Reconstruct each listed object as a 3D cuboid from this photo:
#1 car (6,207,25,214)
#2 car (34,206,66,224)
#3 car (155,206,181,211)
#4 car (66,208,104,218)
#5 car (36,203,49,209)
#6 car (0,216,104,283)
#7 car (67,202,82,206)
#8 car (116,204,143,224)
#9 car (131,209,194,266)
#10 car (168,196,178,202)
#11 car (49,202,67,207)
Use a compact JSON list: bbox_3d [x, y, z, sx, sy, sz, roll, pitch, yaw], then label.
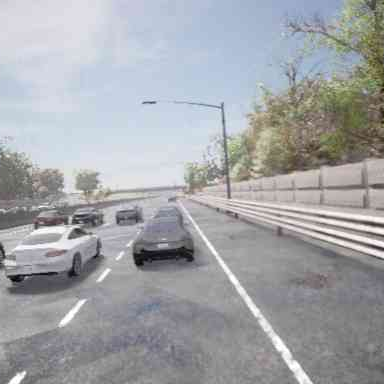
[{"bbox_3d":[-35.658,3.874,67.389,2.097,1.767,4.553,-4,0,-3],"label":"car"},{"bbox_3d":[-12.386,2.386,29.413,1.812,1.442,4.674,-4,0,-3],"label":"car"},{"bbox_3d":[-1.599,1.636,22.534,1.994,1.385,4.181,-4,0,-3],"label":"car"},{"bbox_3d":[-8.837,2.103,28.494,1.837,1.490,4.892,-4,0,-3],"label":"car"},{"bbox_3d":[-32.538,3.501,73.770,2.150,2.045,5.566,-4,0,-3],"label":"car"},{"bbox_3d":[-4.328,1.822,10.907,1.812,1.442,4.674,-4,0,-3],"label":"car"},{"bbox_3d":[-25.552,3.235,74.202,1.882,1.535,5.008,-4,0,-3],"label":"car"},{"bbox_3d":[-5.347,1.830,28.630,2.128,1.511,4.902,-4,0,-3],"label":"car"},{"bbox_3d":[-1.002,1.612,12.159,1.994,1.385,4.181,-4,0,-3],"label":"car"},{"bbox_3d":[-5.195,1.807,85.111,1.837,1.490,4.892,-4,0,-3],"label":"car"},{"bbox_3d":[-29.054,3.242,73.971,2.150,2.045,5.566,-4,0,-3],"label":"car"}]
